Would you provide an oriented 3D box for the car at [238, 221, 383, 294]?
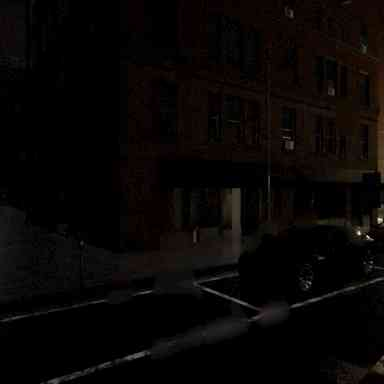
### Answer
[{"bbox_3d":[3.175,1.566,8.809,4.313,1.339,1.947,0,0,-36],"label":"car"}]
